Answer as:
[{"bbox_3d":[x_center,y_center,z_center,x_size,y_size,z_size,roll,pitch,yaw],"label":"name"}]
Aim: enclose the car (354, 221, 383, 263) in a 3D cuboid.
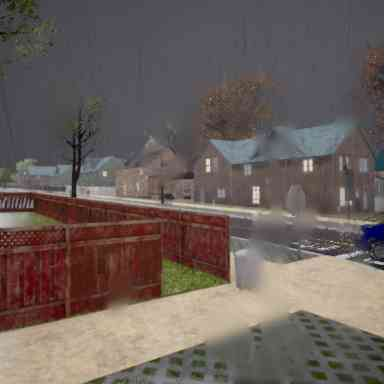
[{"bbox_3d":[7.171,1.506,9.583,1.812,1.442,4.674,-1,2,-36],"label":"car"}]
